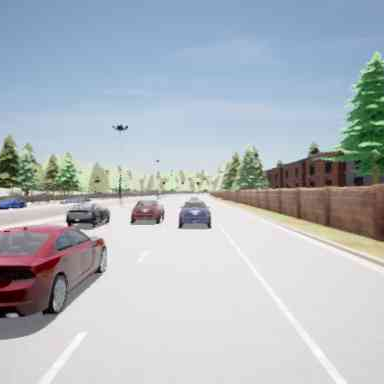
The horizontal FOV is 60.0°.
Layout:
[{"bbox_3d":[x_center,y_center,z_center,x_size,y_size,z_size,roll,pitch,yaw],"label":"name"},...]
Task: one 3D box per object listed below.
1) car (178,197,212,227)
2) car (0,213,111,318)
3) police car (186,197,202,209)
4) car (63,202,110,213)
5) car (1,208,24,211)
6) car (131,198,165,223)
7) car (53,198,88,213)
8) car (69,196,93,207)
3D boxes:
[{"bbox_3d":[0.204,1.351,22.723,2.097,1.767,4.553,0,0,0],"label":"car"},{"bbox_3d":[-3.355,1.471,7.529,1.882,1.535,5.008,0,0,0],"label":"car"},{"bbox_3d":[0.300,1.501,46.226,2.038,1.542,4.974,0,0,1],"label":"police car"},{"bbox_3d":[-6.787,1.478,22.183,2.128,1.511,4.902,0,0,0],"label":"car"},{"bbox_3d":[-20.886,1.437,38.145,1.882,1.535,5.008,0,0,0],"label":"car"},{"bbox_3d":[-3.269,1.345,25.324,2.097,1.767,4.553,0,0,0],"label":"car"},{"bbox_3d":[-13.809,1.465,38.236,2.128,1.511,4.902,0,0,1],"label":"car"},{"bbox_3d":[-17.271,1.457,52.147,2.128,1.511,4.902,0,0,1],"label":"car"}]
